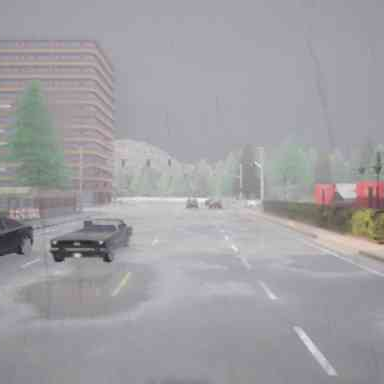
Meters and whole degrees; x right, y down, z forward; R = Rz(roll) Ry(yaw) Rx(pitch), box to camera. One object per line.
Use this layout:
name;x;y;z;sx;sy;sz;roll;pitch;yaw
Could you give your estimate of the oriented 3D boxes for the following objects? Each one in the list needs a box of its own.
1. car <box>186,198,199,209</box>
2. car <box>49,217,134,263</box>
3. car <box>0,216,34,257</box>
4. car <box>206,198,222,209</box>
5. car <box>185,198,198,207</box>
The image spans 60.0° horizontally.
car;0.036;1.859;51.029;2.033;1.411;5.357;0;0;0
car;-3.524;1.667;12.462;1.895;1.301;4.718;0;0;1
car;-7.042;1.534;10.793;1.882;1.535;5.008;0;-1;1
car;3.534;1.833;51.061;1.812;1.442;4.674;0;0;0
car;-0.052;1.825;61.439;2.128;1.511;4.902;0;0;1
